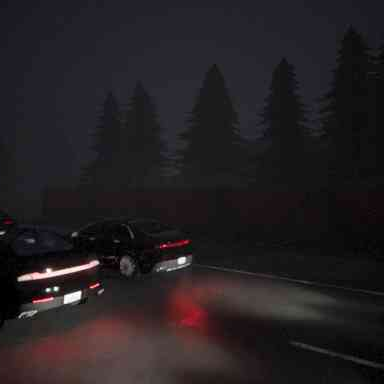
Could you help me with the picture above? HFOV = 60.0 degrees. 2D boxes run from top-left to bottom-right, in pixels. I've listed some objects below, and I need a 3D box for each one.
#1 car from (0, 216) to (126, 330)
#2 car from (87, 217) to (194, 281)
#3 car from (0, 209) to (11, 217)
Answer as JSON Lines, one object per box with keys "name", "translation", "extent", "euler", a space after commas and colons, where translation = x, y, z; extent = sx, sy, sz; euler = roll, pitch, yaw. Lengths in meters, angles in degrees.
{"name": "car", "translation": [-3.899, 1.491, 6.799], "extent": [4.902, 1.511, 2.128], "euler": [0, 0, 36]}
{"name": "car", "translation": [-2.226, 1.504, 9.908], "extent": [4.892, 1.490, 1.837], "euler": [0, 0, 36]}
{"name": "car", "translation": [-9.971, 1.503, 15.473], "extent": [4.892, 1.490, 1.837], "euler": [0, 0, 36]}
